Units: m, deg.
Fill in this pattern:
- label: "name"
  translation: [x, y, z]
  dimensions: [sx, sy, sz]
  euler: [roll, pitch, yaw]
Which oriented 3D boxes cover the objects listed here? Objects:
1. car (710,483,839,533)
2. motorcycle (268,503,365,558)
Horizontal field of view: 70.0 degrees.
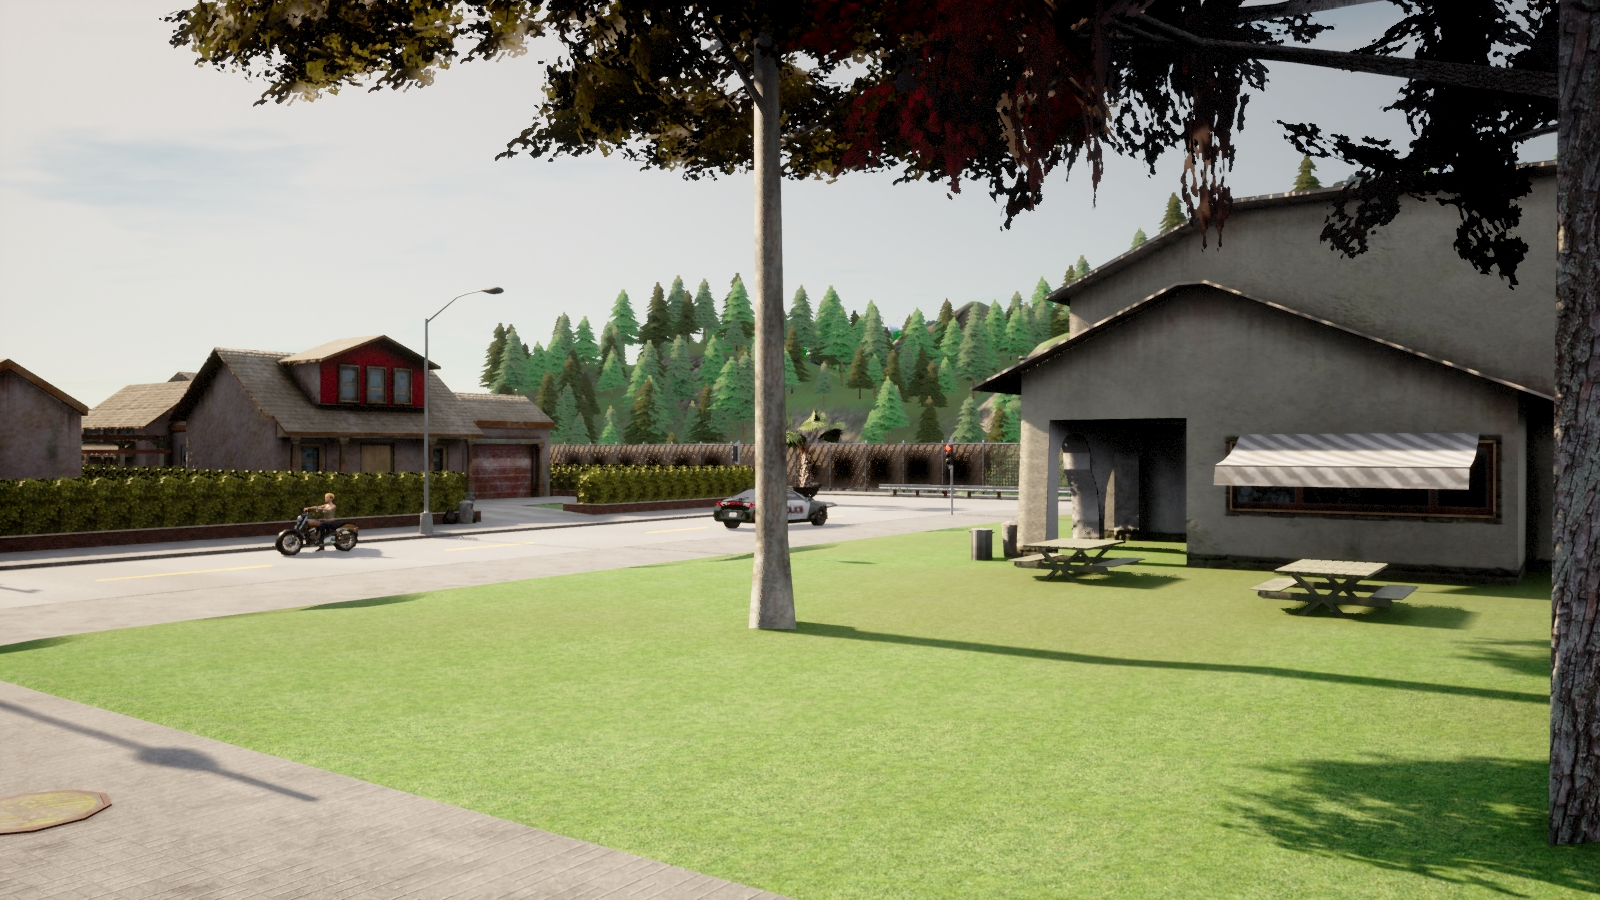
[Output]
- label: "car"
  translation: [-0.850, 2.038, 41.431]
  dimensions: [2.038, 1.542, 4.974]
  euler: [0, 0, 37]
- label: "motorcycle"
  translation: [-13.052, 2.155, 30.913]
  dimensions: [0.764, 1.307, 2.356]
  euler: [0, 0, 35]
